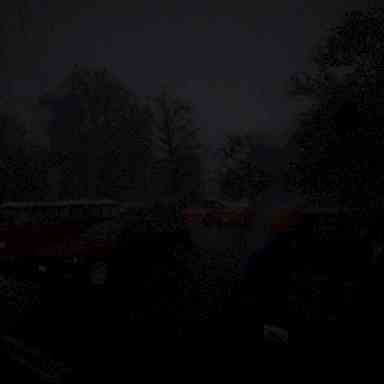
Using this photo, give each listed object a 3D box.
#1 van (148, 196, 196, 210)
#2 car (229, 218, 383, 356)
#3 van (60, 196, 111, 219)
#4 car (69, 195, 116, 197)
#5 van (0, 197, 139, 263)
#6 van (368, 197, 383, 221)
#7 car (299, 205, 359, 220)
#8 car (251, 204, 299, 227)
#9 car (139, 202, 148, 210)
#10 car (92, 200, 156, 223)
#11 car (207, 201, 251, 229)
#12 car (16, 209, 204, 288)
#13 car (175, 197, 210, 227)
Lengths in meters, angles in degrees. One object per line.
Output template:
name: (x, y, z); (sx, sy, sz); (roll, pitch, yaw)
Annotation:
van: (-0.927, 1.301, 25.137); (1.878, 1.987, 4.442); (0, 0, 36)
car: (2.513, 1.503, 6.424); (2.163, 1.488, 4.792); (0, 0, 36)
van: (-10.039, 1.371, 31.647); (1.878, 1.987, 4.442); (-1, 0, 36)
car: (-7.738, 1.317, 29.893); (2.435, 2.045, 5.566); (-1, 0, 36)
van: (-4.178, 1.281, 11.385); (1.878, 1.987, 4.442); (0, 0, 36)
van: (10.344, 1.246, 17.085); (1.878, 1.987, 4.442); (0, 0, 36)
car: (8.020, 1.484, 18.595); (2.231, 1.521, 4.892); (0, 0, 36)
car: (5.766, 1.494, 20.206); (2.097, 1.535, 5.008); (0, 0, 36)
car: (-3.252, 1.539, 26.646); (2.231, 1.521, 4.892); (0, 0, 36)
car: (-5.608, 1.548, 28.110); (1.946, 1.575, 5.366); (0, 0, 36)
car: (3.409, 1.505, 21.889); (2.097, 1.535, 5.008); (0, 0, 36)
car: (-1.983, 1.495, 9.680); (2.097, 1.535, 5.008); (0, 0, 36)
car: (1.241, 1.390, 23.406); (2.185, 1.767, 4.553); (0, 0, 36)
